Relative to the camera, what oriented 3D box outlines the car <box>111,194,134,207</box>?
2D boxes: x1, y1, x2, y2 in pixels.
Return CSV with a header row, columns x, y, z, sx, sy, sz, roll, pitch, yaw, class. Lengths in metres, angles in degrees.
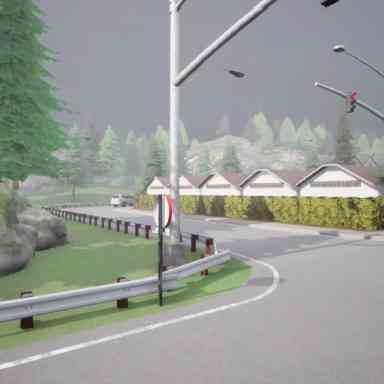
x,y,z,sx,sy,sz,roll,pitch,yaw,class
-10.518,1.398,53.859,2.150,2.045,5.566,0,0,36,car
